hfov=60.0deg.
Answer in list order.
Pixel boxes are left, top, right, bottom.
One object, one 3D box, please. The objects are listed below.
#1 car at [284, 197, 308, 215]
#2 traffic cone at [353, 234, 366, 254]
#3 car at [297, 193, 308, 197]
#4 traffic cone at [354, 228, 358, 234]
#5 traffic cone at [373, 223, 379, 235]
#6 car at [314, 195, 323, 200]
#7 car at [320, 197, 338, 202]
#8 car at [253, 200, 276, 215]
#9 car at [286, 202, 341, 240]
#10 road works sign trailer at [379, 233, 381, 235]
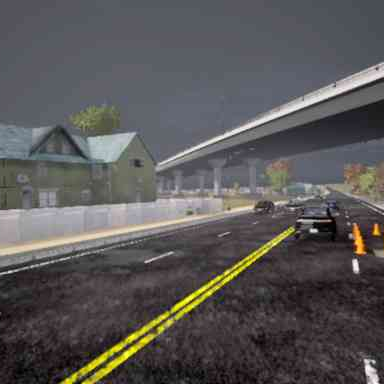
[{"bbox_3d":[11.175,1.598,35.899,2.128,1.511,4.902,-2,-1,24],"label":"car"},{"bbox_3d":[6.161,1.934,12.179,0.340,0.580,0.340,-2,-1,25],"label":"traffic cone"},{"bbox_3d":[24.721,1.114,74.100,2.150,2.045,5.566,-2,-1,24],"label":"car"},{"bbox_3d":[6.991,1.933,13.998,0.340,0.580,0.340,-2,-1,25],"label":"traffic cone"},{"bbox_3d":[9.561,1.905,17.222,0.340,0.580,0.340,-2,-1,25],"label":"traffic cone"},{"bbox_3d":[27.711,1.328,72.807,1.812,1.442,4.674,-2,-1,24],"label":"car"},{"bbox_3d":[17.240,1.563,41.006,2.033,1.411,5.357,-2,-1,24],"label":"car"},{"bbox_3d":[8.100,1.696,36.983,1.837,1.490,4.892,-2,-1,24],"label":"car"},{"bbox_3d":[6.454,1.513,17.127,2.128,1.511,4.902,-2,-1,24],"label":"car"},{"bbox_3d":[4.777,0.408,5.582,2.380,3.560,2.880,-2,-1,21],"label":"road works sign trailer"}]
